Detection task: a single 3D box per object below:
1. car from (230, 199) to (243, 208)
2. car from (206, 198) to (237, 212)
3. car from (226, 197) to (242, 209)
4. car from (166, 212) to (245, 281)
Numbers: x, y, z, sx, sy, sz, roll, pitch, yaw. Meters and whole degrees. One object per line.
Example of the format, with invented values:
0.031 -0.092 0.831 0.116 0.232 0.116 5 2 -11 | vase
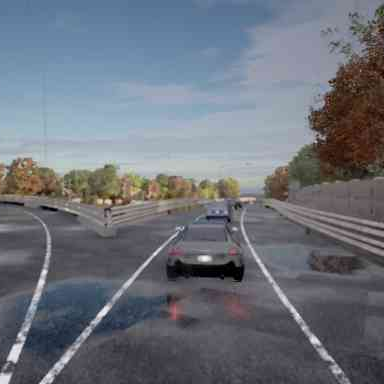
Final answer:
7.817 2.040 58.348 2.033 1.411 5.357 0 -3 11 | car
2.138 1.425 25.407 2.033 1.411 5.357 0 0 9 | car
4.707 1.414 40.918 2.128 1.511 4.902 0 -1 10 | car
0.418 1.515 9.755 1.994 1.385 4.181 0 0 3 | car
